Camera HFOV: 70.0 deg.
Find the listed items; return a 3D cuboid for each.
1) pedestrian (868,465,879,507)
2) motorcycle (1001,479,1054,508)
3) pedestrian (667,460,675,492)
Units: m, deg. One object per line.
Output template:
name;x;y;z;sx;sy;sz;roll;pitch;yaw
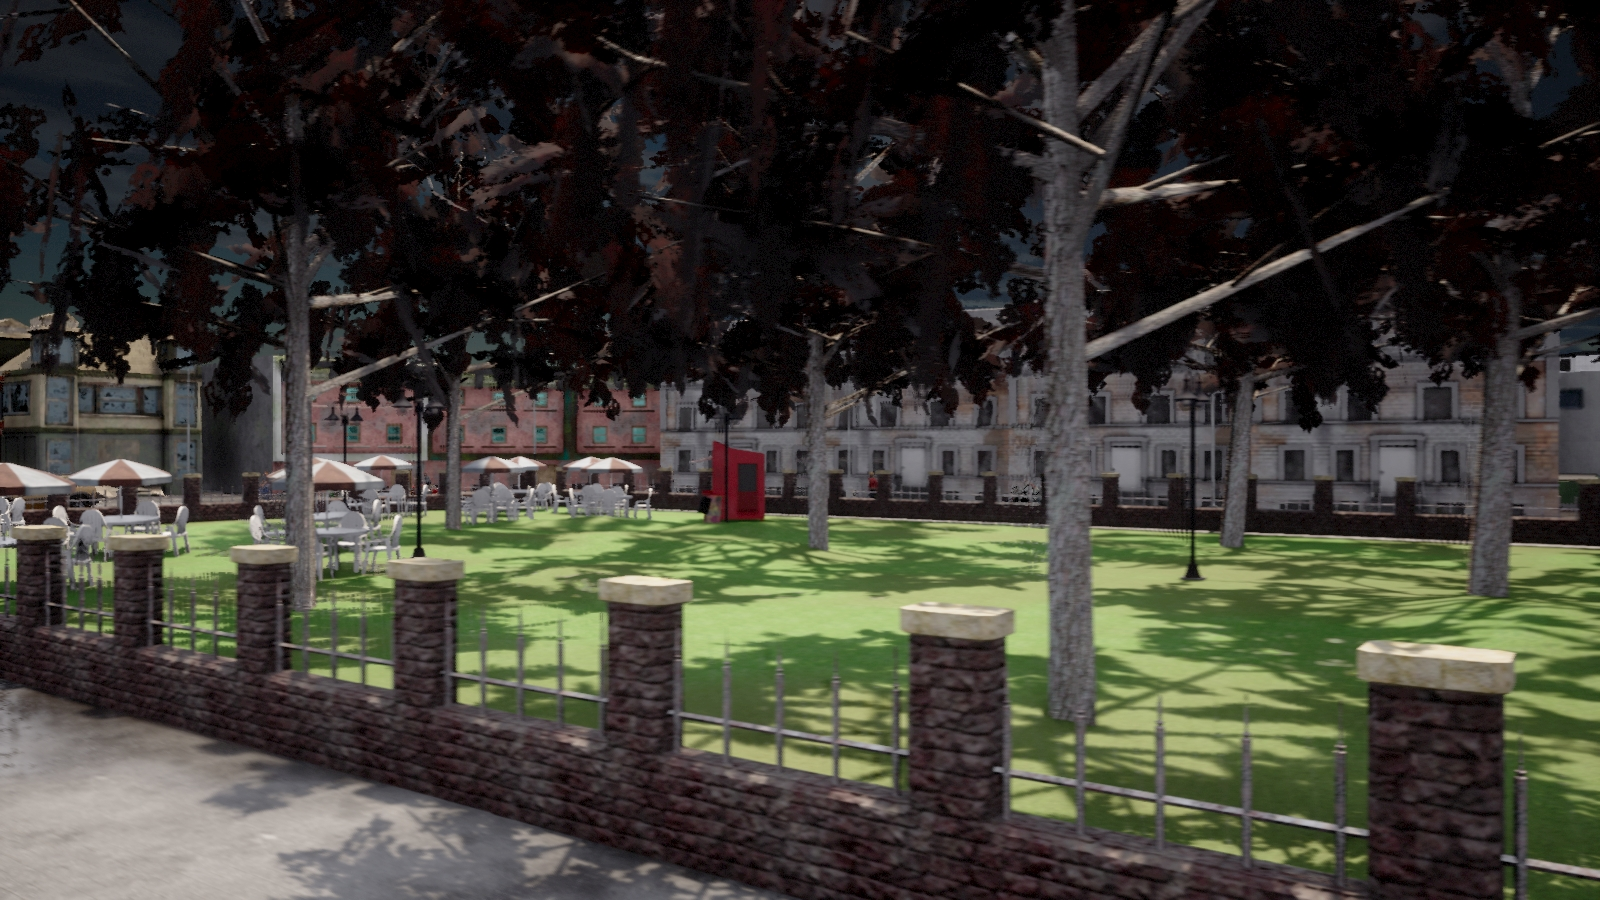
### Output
pedestrian;3.319;1.633;51.675;0.375;1.860;0.375;0;0;34
motorcycle;10.433;1.988;52.352;2.209;1.251;0.867;0;0;35
pedestrian;-7.643;1.531;67.775;0.375;1.860;0.375;0;0;19
